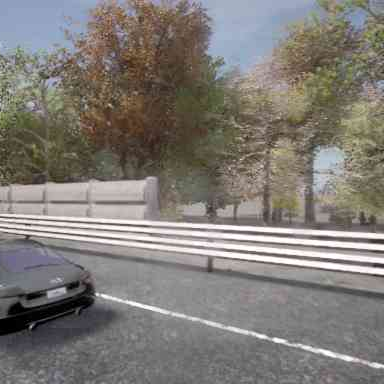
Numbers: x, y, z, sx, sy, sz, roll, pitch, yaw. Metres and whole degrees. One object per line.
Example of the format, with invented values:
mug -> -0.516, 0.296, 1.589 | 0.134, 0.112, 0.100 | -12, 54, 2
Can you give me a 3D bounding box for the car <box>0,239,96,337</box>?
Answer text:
car -> -3.849, 1.649, 6.622 | 4.181, 1.385, 1.994 | -1, -1, 35
